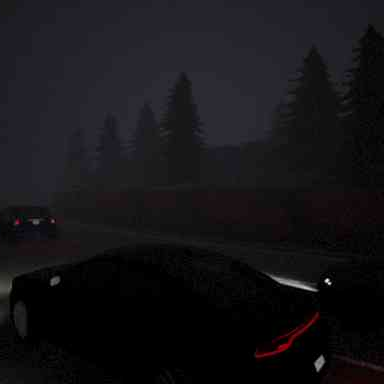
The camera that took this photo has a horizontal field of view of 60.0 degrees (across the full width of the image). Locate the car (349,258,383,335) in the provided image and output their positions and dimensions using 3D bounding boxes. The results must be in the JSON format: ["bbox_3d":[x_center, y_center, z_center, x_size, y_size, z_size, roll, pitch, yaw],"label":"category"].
[{"bbox_3d":[4.257,1.588,5.383,4.181,1.385,1.994,0,0,35],"label":"car"}]

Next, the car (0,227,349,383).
[{"bbox_3d":[-0.723,1.498,4.743,5.008,1.535,1.882,0,0,37],"label":"car"}]

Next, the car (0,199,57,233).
[{"bbox_3d":[-8.549,1.420,16.649,2.097,1.767,4.553,0,0,-44],"label":"car"}]

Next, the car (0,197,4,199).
[{"bbox_3d":[-39.311,1.484,66.709,2.097,1.767,4.553,0,0,-4],"label":"car"}]
